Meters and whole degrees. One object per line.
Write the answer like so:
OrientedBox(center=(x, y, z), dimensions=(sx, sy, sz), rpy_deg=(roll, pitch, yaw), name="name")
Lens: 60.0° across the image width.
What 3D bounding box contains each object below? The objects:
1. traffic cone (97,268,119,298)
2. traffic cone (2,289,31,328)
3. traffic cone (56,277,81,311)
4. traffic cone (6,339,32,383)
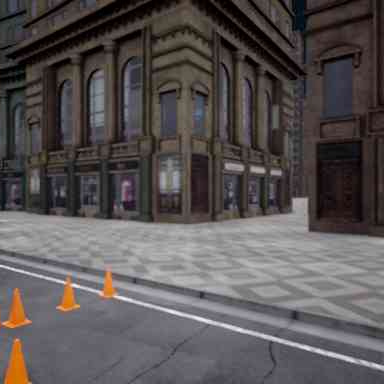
OrientedBox(center=(-1.854, 1.983, 7.370), dimensions=(0.340, 0.580, 0.340), rpy_deg=(0, 0, 36), name="traffic cone")
OrientedBox(center=(-3.022, 1.976, 5.747), dimensions=(0.340, 0.580, 0.340), rpy_deg=(0, 0, 36), name="traffic cone")
OrientedBox(center=(-2.438, 1.980, 6.558), dimensions=(0.340, 0.580, 0.340), rpy_deg=(0, 0, 36), name="traffic cone")
OrientedBox(center=(-1.983, 1.969, 3.767), dimensions=(0.340, 0.580, 0.340), rpy_deg=(0, 0, 36), name="traffic cone")
